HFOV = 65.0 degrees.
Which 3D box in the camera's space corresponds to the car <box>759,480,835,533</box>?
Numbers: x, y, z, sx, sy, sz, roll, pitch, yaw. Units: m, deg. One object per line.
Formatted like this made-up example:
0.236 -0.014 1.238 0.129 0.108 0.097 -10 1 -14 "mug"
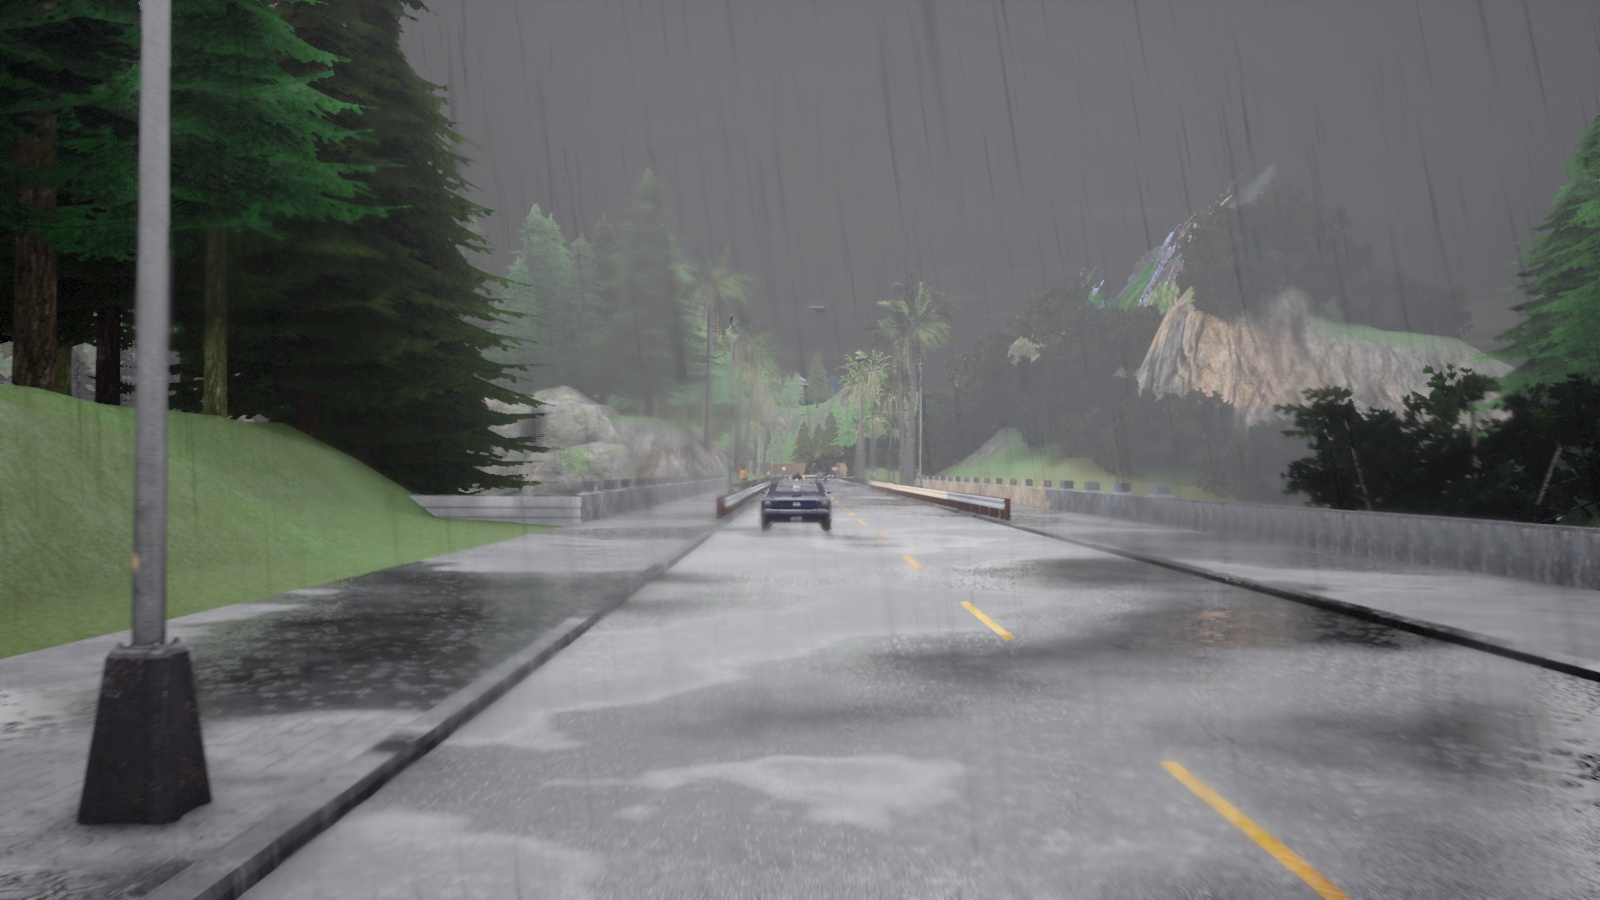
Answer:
-0.075 1.483 33.936 1.895 1.301 4.718 0 -1 0 "car"
